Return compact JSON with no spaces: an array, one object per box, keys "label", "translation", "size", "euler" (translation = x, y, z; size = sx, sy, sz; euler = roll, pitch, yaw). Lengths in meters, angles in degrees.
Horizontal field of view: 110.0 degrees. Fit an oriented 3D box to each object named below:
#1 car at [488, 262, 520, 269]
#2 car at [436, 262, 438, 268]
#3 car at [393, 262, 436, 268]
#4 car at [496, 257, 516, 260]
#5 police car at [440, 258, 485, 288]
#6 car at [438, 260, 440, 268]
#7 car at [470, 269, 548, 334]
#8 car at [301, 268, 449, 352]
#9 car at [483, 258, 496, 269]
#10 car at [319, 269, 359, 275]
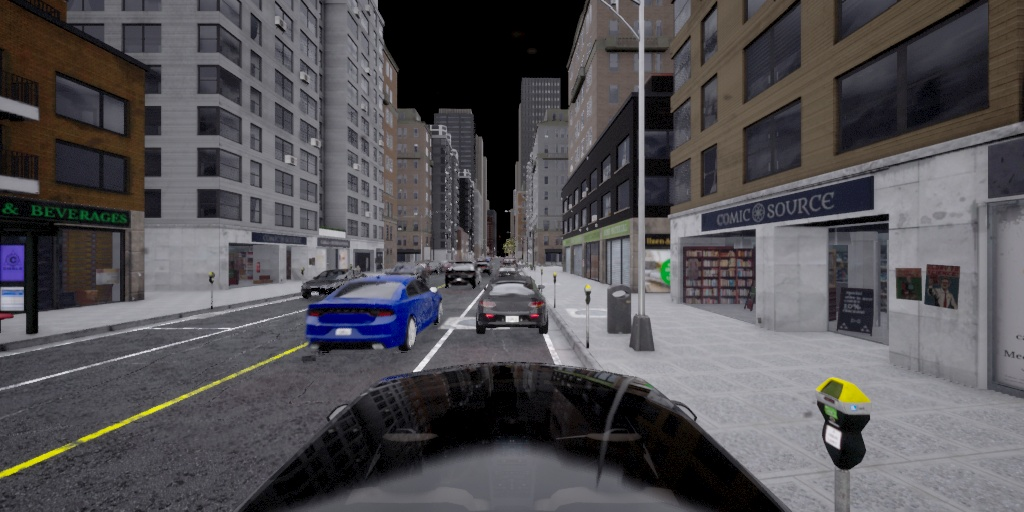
[{"label":"car","translation":[-0.288,1.301,23.738],"size":[2.007,1.370,4.403],"euler":[0,0,0]},{"label":"car","translation":[-8.814,1.333,34.778],"size":[1.802,1.307,4.207],"euler":[0,0,0]},{"label":"car","translation":[-6.245,1.242,21.246],"size":[2.128,1.511,4.902],"euler":[0,0,0]},{"label":"car","translation":[-0.288,1.066,40.309],"size":[2.192,1.841,5.009],"euler":[0,0,0]},{"label":"police car","translation":[-3.145,1.175,23.759],"size":[1.930,1.638,5.238],"euler":[0,0,0]},{"label":"car","translation":[-8.814,1.317,40.303],"size":[1.948,1.339,4.313],"euler":[0,0,0]},{"label":"car","translation":[0.003,1.276,10.500],"size":[1.812,1.442,4.674],"euler":[0,0,0]},{"label":"car","translation":[-3.045,1.228,8.969],"size":[1.882,1.535,5.008],"euler":[0,0,0]},{"label":"car","translation":[-3.049,1.258,38.265],"size":[1.837,1.490,4.892],"euler":[0,0,0]},{"label":"car","translation":[-8.813,1.316,18.202],"size":[1.948,1.339,4.313],"euler":[0,0,0]}]
